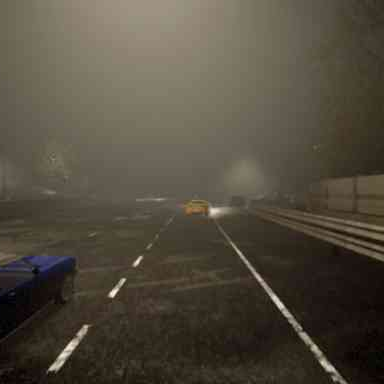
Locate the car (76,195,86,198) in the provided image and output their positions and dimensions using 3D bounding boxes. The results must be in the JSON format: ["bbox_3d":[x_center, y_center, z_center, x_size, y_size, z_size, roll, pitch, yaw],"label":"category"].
[{"bbox_3d":[-28.022,1.564,84.175,1.994,1.385,4.181,0,0,0],"label":"car"}]

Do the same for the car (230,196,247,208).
[{"bbox_3d":[8.559,1.738,60.032,2.150,2.045,5.566,0,-1,25],"label":"car"}]

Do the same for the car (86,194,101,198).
[{"bbox_3d":[-24.522,1.607,84.146,1.895,1.301,4.718,0,0,0],"label":"car"}]

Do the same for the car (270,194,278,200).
[{"bbox_3d":[22.802,1.839,91.960,1.812,1.442,4.674,0,3,20],"label":"car"}]

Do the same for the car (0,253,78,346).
[{"bbox_3d":[-3.404,1.601,5.172,1.895,1.301,4.718,0,0,0],"label":"car"}]

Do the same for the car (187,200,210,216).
[{"bbox_3d":[0.717,1.479,32.534,1.882,1.535,5.008,0,0,7],"label":"car"}]

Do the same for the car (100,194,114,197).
[{"bbox_3d":[-21.022,1.536,84.177,1.812,1.442,4.674,0,0,0],"label":"car"}]
